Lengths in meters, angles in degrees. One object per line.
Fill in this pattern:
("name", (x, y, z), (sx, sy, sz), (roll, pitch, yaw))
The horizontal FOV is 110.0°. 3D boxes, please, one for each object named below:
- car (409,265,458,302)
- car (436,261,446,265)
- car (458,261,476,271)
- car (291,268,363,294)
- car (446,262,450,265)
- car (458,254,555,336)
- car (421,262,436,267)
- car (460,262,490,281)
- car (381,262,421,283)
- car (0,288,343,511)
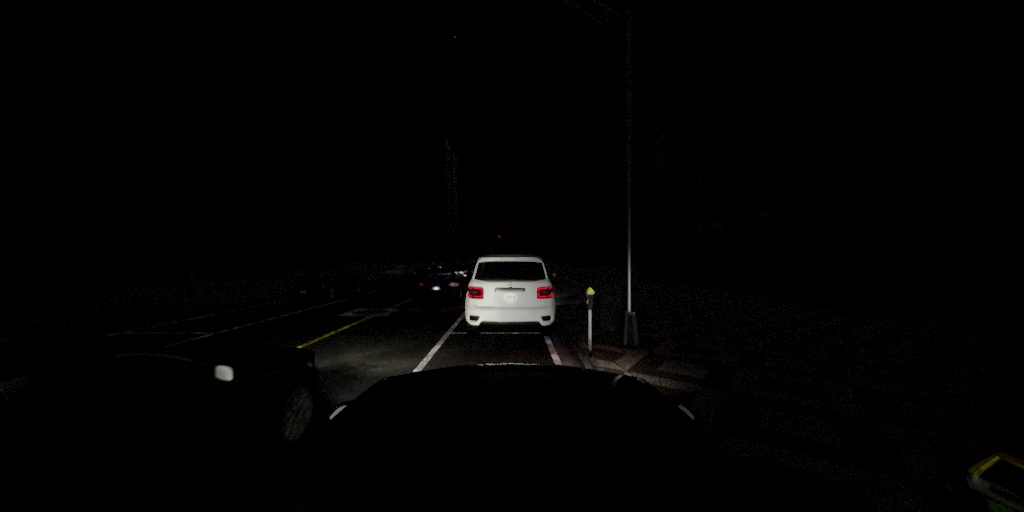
("car", (-3.140, 1.316, 16.890), (1.994, 1.385, 4.181), (0, 0, 0))
("car", (-8.923, 1.299, 39.680), (1.888, 1.381, 4.507), (0, 0, 0))
("car", (-6.147, 1.357, 49.211), (1.895, 1.301, 4.718), (0, 0, 0))
("car", (-8.919, 1.296, 17.578), (1.888, 1.381, 4.507), (0, 0, 0))
("car", (-8.925, 1.300, 45.205), (1.888, 1.381, 4.507), (0, 0, 0))
("car", (-0.039, 0.979, 10.530), (2.150, 2.045, 5.566), (0, 0, 0))
("car", (-8.922, 1.298, 34.154), (1.888, 1.381, 4.507), (0, 0, 0))
("car", (-3.144, 1.300, 31.570), (2.033, 1.411, 5.357), (0, 0, 0))
("car", (-8.921, 1.278, 28.459), (1.751, 1.417, 4.829), (0, 0, 0))
("car", (-3.145, 1.227, 2.112), (1.882, 1.535, 5.008), (0, 0, 0))
